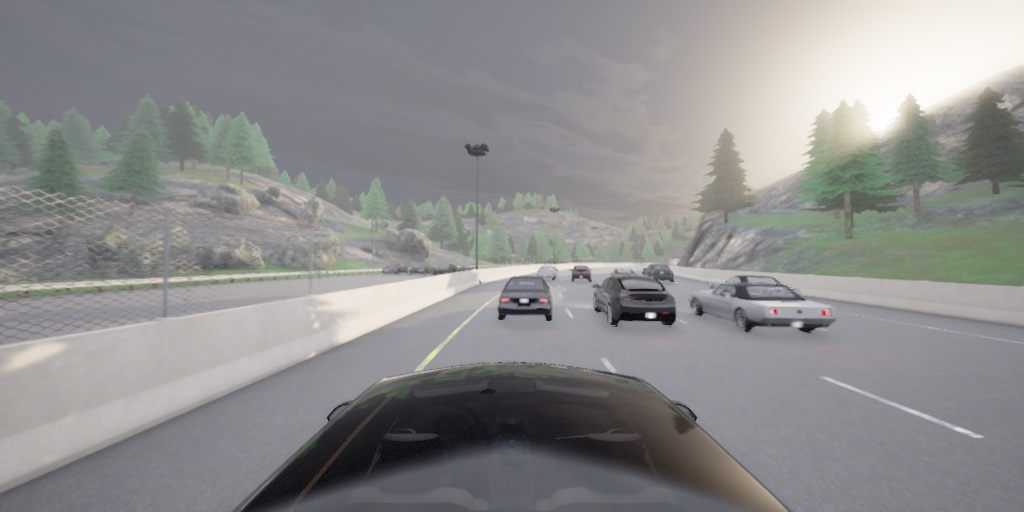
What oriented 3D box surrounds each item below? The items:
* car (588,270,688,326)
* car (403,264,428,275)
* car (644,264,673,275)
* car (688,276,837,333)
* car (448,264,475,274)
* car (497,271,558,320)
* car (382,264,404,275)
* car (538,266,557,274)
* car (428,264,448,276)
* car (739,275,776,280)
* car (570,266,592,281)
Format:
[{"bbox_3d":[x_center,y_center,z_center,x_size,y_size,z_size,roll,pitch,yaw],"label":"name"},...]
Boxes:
[{"bbox_3d":[3.983,1.401,12.303,1.837,1.490,4.892,0,0,4],"label":"car"},{"bbox_3d":[-12.084,1.856,48.545,2.033,1.411,5.357,0,-1,13],"label":"car"},{"bbox_3d":[13.641,1.541,33.801,2.097,1.767,4.553,0,-1,10],"label":"car"},{"bbox_3d":[7.420,1.492,11.385,1.895,1.301,4.718,0,-1,3],"label":"car"},{"bbox_3d":[-5.865,1.872,44.321,1.895,1.301,4.718,0,-1,12],"label":"car"},{"bbox_3d":[0.541,1.447,13.439,2.033,1.411,5.357,0,-1,4],"label":"car"},{"bbox_3d":[-15.653,1.790,48.553,2.128,1.511,4.902,0,-1,13],"label":"car"},{"bbox_3d":[3.735,1.742,37.983,1.812,1.442,4.674,0,-1,11],"label":"car"},{"bbox_3d":[-8.734,1.780,47.407,1.882,1.535,5.008,0,-1,13],"label":"car"},{"bbox_3d":[11.378,1.578,17.354,1.895,1.301,4.718,0,-1,5],"label":"car"},{"bbox_3d":[6.892,1.705,35.844,1.837,1.490,4.892,0,0,10],"label":"car"}]
